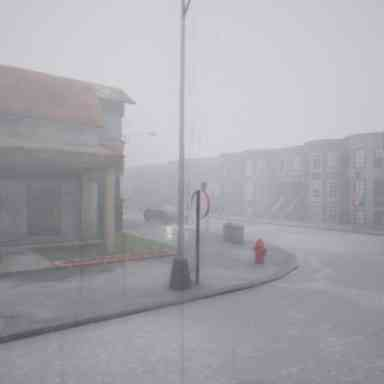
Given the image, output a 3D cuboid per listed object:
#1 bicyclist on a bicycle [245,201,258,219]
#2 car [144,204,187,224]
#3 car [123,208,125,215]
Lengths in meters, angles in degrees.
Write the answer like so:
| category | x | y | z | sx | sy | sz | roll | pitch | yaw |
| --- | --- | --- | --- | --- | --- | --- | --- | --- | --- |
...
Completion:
| category | x | y | z | sx | sy | sz | roll | pitch | yaw |
| --- | --- | --- | --- | --- | --- | --- | --- | --- | --- |
| bicyclist on a bicycle | 5.437 | 1.636 | 30.225 | 1.656 | 1.620 | 0.582 | 1 | 0 | -35 |
| car | -2.233 | 1.702 | 26.544 | 1.812 | 1.442 | 4.674 | 1 | -1 | -36 |
| car | -8.912 | 1.701 | 35.906 | 1.812 | 1.442 | 4.674 | 1 | -1 | -36 |
